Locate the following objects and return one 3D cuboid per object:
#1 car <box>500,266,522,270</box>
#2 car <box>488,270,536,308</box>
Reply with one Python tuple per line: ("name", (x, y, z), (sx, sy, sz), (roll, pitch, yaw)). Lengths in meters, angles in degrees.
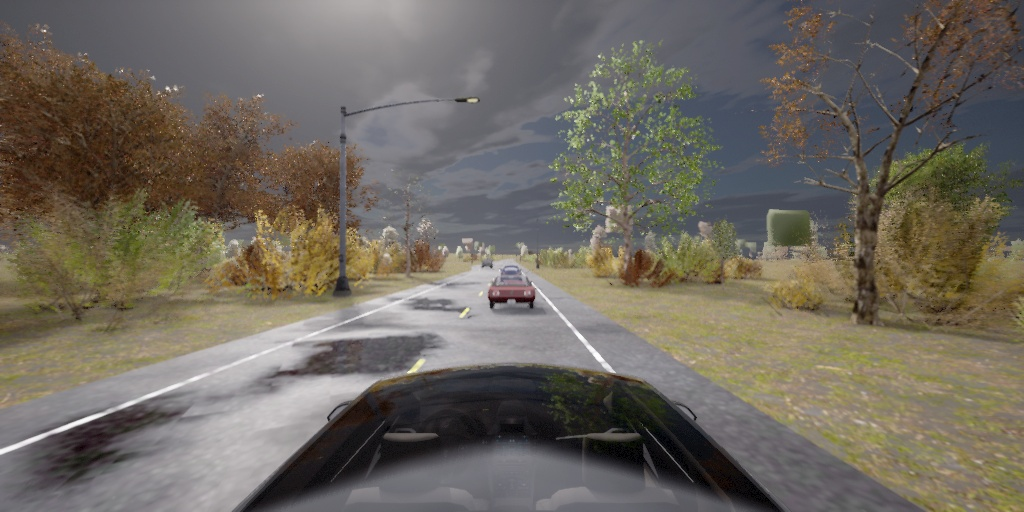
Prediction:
("car", (-0.075, 1.547, 31.229), (1.812, 1.442, 4.674), (0, 0, 0))
("car", (-0.015, 1.482, 15.954), (1.895, 1.301, 4.718), (0, 0, 0))
